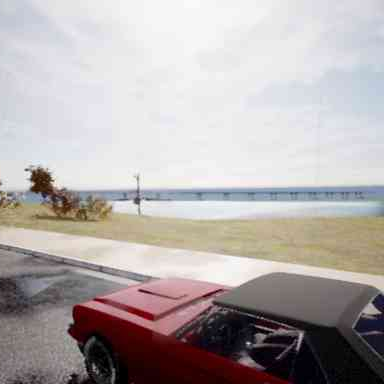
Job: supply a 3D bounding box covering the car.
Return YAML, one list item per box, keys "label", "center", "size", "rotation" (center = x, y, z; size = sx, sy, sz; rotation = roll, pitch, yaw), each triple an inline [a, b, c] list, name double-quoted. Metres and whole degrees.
- label: "car"
  center: [0.721, 1.558, 3.423]
  size: [4.718, 1.301, 1.895]
  rotation: [-1, 1, 39]
